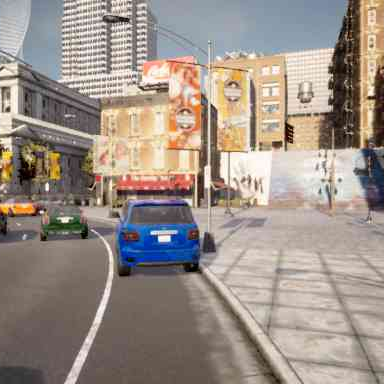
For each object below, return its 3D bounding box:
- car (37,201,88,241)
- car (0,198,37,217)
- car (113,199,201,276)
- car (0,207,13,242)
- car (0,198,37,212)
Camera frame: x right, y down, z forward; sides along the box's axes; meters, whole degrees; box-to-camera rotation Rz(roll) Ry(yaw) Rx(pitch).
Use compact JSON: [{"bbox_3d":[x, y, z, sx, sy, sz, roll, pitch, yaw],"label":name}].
[{"bbox_3d":[-6.677,1.343,17.126,2.097,1.767,4.553,0,0,-24],"label":"car"},{"bbox_3d":[-16.279,1.332,30.878,2.097,1.767,4.553,0,0,-44],"label":"car"},{"bbox_3d":[-1.297,1.218,10.621,2.150,2.045,5.566,0,0,-14],"label":"car"},{"bbox_3d":[-9.886,1.590,15.737,1.895,1.301,4.718,0,0,-24],"label":"car"},{"bbox_3d":[-20.128,1.497,38.354,4.674,1.452,2.002,0,0,37],"label":"car"}]
